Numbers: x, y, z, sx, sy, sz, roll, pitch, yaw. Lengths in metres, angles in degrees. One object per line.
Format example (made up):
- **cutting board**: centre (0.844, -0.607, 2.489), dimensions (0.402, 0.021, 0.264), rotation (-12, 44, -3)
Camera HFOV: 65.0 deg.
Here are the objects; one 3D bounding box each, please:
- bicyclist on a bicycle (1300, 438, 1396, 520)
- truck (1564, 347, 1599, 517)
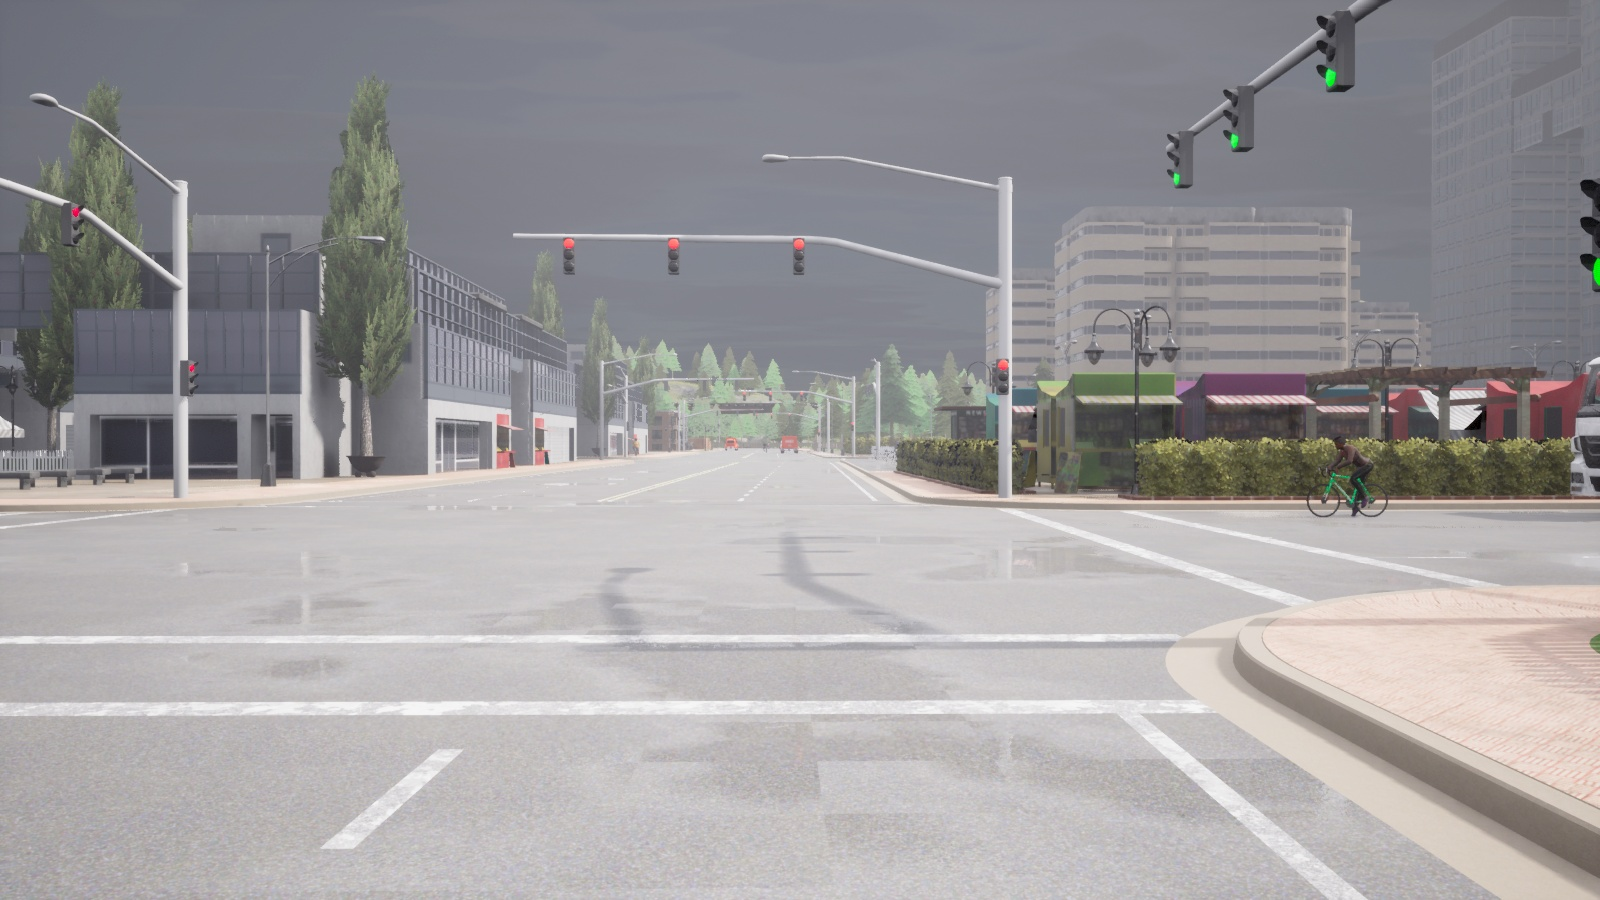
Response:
- **bicyclist on a bicycle**: centre (10.932, 0.567, 25.075), dimensions (1.656, 1.620, 0.582), rotation (0, 0, -1)
- **truck**: centre (20.193, -0.362, 25.251), dimensions (7.936, 3.462, 2.891), rotation (0, 0, -1)
